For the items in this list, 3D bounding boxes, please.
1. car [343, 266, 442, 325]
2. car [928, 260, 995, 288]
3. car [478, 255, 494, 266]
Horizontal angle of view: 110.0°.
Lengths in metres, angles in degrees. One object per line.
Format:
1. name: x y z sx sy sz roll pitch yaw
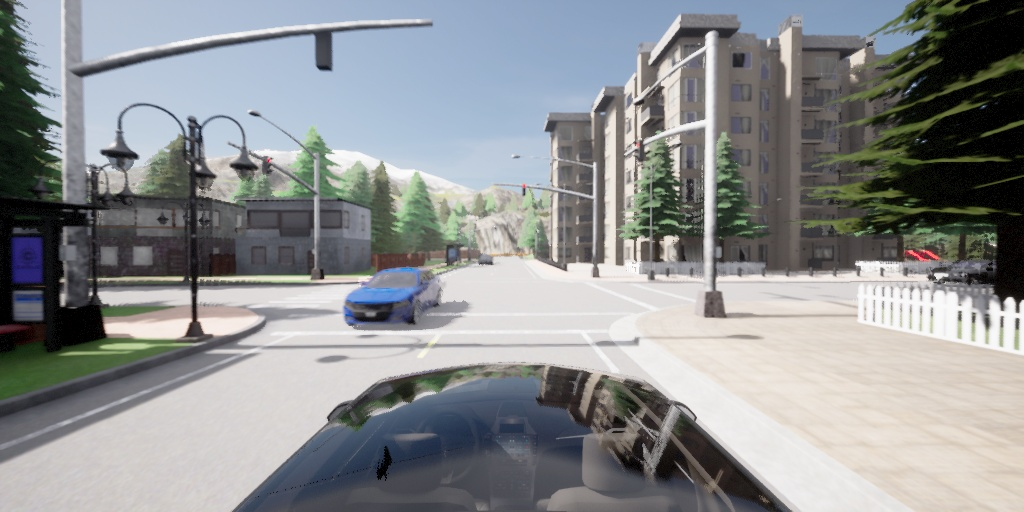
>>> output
1. car: -3.501 1.129 11.371 1.882 1.535 5.008 0 1 0
2. car: 26.625 0.995 20.328 4.902 1.511 2.128 0 1 -2
3. car: -3.512 0.553 48.905 1.882 1.535 5.008 0 2 0
